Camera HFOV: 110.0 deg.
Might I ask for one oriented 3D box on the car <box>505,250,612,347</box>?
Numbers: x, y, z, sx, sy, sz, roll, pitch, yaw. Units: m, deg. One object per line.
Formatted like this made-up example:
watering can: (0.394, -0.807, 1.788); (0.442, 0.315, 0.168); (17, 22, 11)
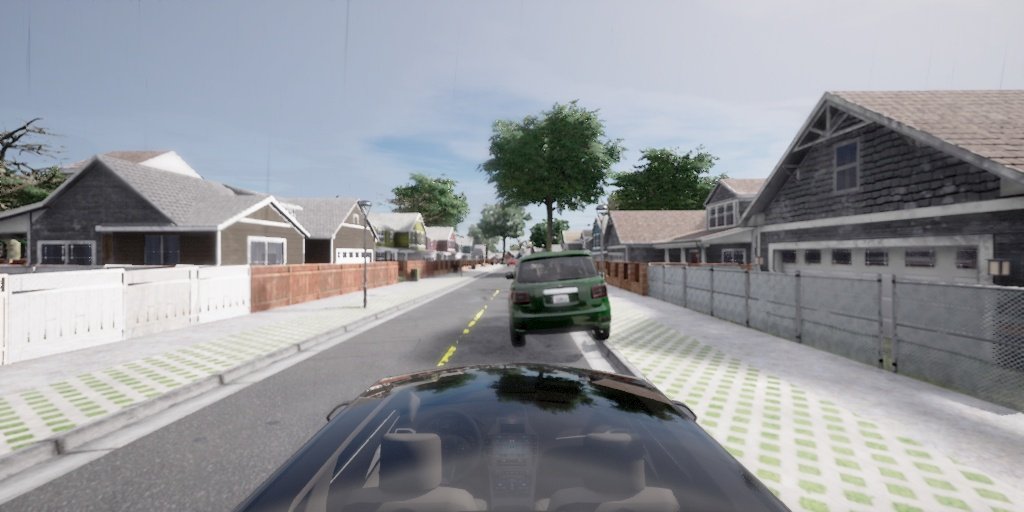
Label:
car: (1.034, 0.931, 9.574); (2.150, 2.045, 5.566); (-5, 0, 2)

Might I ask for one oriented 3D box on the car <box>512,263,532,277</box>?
car: (1.192, 1.490, 39.433); (2.033, 1.411, 5.357); (0, 0, 3)
